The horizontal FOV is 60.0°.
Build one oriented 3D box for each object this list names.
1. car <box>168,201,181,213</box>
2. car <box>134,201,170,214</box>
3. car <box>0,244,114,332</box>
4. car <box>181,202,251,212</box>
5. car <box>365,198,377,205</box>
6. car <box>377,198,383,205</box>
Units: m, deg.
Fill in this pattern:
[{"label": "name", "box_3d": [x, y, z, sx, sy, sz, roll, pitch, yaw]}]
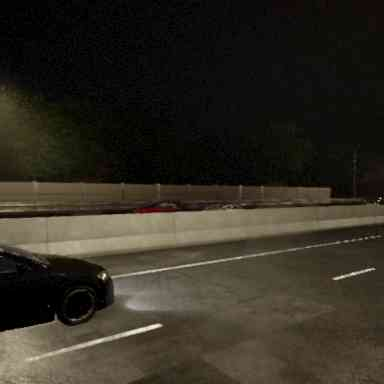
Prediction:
[{"label": "car", "box_3d": [0.608, 1.618, 25.925, 4.181, 1.385, 1.994, 0, 0, -35]}, {"label": "car", "box_3d": [-2.478, 1.653, 28.026, 4.718, 1.301, 1.895, 0, 0, -35]}, {"label": "car", "box_3d": [-3.496, 1.569, 5.676, 4.181, 1.385, 1.994, 0, 0, -35]}, {"label": "car", "box_3d": [2.042, 1.541, 22.651, 4.902, 1.511, 2.128, 0, 0, -35]}, {"label": "car", "box_3d": [31.211, 1.722, 56.311, 4.892, 1.490, 1.837, 0, 0, -35]}, {"label": "car", "box_3d": [31.901, 1.697, 52.514, 4.902, 1.511, 2.128, 0, 0, -35]}]
